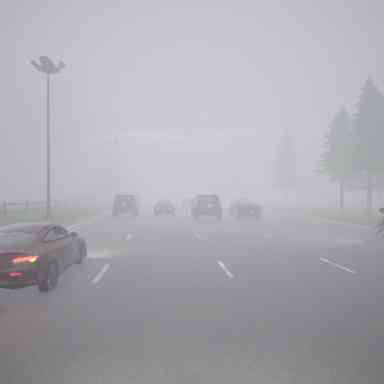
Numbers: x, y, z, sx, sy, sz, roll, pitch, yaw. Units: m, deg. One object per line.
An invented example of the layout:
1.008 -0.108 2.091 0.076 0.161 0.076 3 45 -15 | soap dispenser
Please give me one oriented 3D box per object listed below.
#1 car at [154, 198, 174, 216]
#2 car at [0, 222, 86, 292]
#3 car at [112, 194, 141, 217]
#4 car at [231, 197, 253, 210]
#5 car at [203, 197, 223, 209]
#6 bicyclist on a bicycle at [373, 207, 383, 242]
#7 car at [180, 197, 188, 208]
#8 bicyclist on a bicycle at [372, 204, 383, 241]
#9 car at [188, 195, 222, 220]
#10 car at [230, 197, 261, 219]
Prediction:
-2.728 1.599 32.697 1.895 1.301 4.718 0 0 -5 | car
-4.163 1.525 8.757 1.812 1.442 4.674 0 0 -5 | car
-6.103 1.220 31.206 2.150 2.045 5.566 0 0 -6 | car
6.726 1.504 44.927 1.837 1.490 4.892 0 0 -5 | car
2.972 1.489 47.631 2.128 1.511 4.902 0 0 -5 | car
8.765 1.381 14.558 1.656 1.620 0.582 -24 4 33 | bicyclist on a bicycle
-0.588 1.500 48.366 1.837 1.490 4.892 0 -1 -7 | car
9.298 1.400 15.349 1.656 1.620 0.582 -2 -30 35 | bicyclist on a bicycle
1.155 1.222 28.555 2.150 2.045 5.566 0 0 -5 | car
4.602 1.476 29.282 1.882 1.535 5.008 0 0 -5 | car
